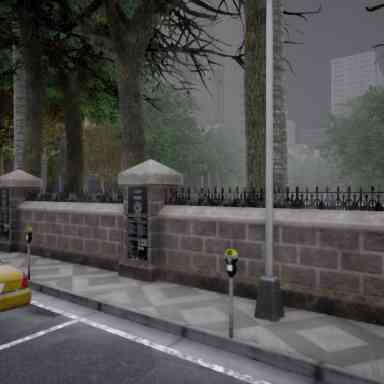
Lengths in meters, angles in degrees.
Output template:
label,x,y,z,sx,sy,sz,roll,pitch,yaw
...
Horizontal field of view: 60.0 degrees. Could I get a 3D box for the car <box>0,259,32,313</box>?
label,x,y,z,sx,sy,sz,roll,pitch,yaw
car,-5.071,1.526,6.555,4.829,1.417,1.752,0,0,35
